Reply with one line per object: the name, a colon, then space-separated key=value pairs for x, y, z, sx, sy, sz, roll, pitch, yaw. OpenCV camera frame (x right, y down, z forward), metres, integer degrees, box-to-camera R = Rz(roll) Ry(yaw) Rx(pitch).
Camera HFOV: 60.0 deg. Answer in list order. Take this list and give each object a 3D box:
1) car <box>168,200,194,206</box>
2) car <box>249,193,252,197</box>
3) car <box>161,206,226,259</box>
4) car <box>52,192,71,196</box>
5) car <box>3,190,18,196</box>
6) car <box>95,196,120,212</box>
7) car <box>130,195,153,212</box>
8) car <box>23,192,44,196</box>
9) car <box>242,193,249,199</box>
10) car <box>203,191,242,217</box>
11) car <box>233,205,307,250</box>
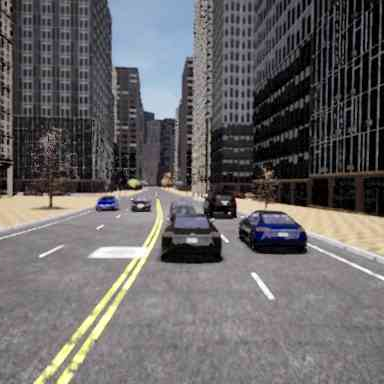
car: x=-0.774 y=1.270 z=25.097 sx=2.033 sy=1.411 sz=5.357 roll=0 pitch=1 yaw=-4
car: x=14.591 y=0.825 z=85.559 sx=4.829 sy=1.417 sz=1.752 roll=1 pitch=1 yaw=-5
car: x=-0.051 y=1.432 z=12.137 sx=1.994 sy=1.385 sz=4.181 roll=1 pitch=0 yaw=-1
car: x=-28.827 y=0.359 z=72.978 sx=4.313 sy=1.339 sz=1.947 roll=1 pitch=1 yaw=-5
car: x=-40.156 y=0.164 z=72.039 sx=4.313 sy=1.339 sz=1.947 roll=1 pitch=1 yaw=-5
car: x=-8.142 y=1.103 z=32.304 sx=1.812 sy=1.442 sz=4.674 roll=0 pitch=1 yaw=-6
car: x=-4.866 y=1.100 z=32.225 sx=2.128 sy=1.511 sz=4.902 roll=0 pitch=1 yaw=-6
car: x=-34.491 y=0.278 z=72.489 sx=4.206 sy=1.307 sz=1.802 roll=1 pitch=1 yaw=-5
car: x=9.922 y=0.759 z=76.708 sx=5.009 sy=1.841 sz=2.192 roll=1 pitch=1 yaw=-5
car: x=2.262 y=0.944 z=27.822 sx=2.150 sy=2.045 sz=5.566 roll=1 pitch=1 yaw=-5
car: x=3.153 y=1.449 z=13.711 sx=1.994 sy=1.385 sz=4.181 roll=1 pitch=1 yaw=-2
